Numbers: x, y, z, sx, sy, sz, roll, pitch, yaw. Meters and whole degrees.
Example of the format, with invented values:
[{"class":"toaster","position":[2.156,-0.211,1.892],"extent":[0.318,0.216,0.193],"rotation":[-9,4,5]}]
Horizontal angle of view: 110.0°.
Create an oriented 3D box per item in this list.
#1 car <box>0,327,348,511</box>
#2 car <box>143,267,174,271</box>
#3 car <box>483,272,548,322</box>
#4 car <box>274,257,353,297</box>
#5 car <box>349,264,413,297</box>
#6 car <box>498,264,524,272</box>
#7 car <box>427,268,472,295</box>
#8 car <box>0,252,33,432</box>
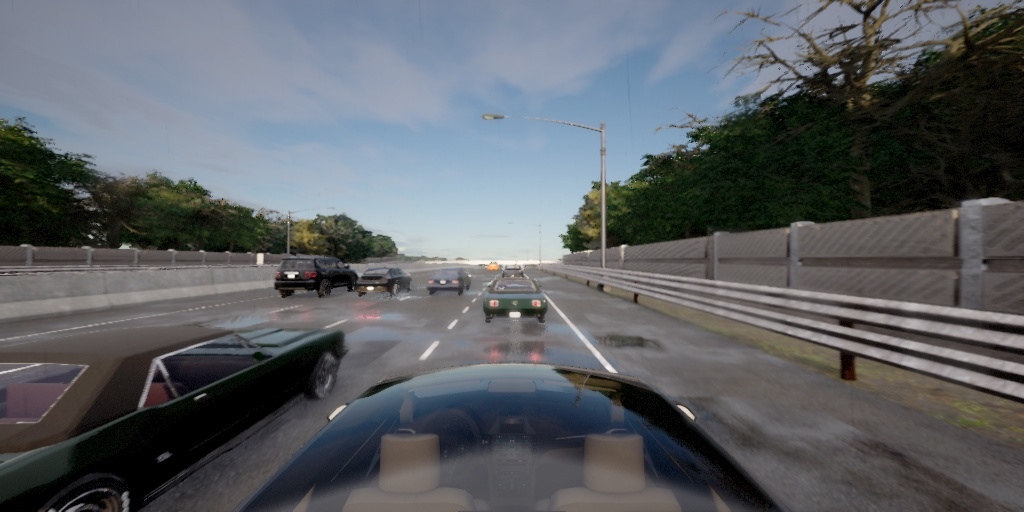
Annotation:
[{"class":"car","position":[-3.501,1.354,3.509],"extent":[1.895,1.301,4.718],"rotation":[0,0,0]},{"class":"car","position":[-28.111,1.540,27.974],"extent":[1.895,1.301,4.718],"rotation":[0,-1,0]},{"class":"car","position":[0.093,1.393,12.401],"extent":[1.895,1.301,4.718],"rotation":[0,0,0]},{"class":"car","position":[-10.410,1.069,19.593],"extent":[2.150,2.045,5.566],"rotation":[0,-1,0]},{"class":"car","position":[-6.911,1.355,19.915],"extent":[1.837,1.490,4.892],"rotation":[0,0,0]},{"class":"car","position":[0.083,1.492,32.334],"extent":[2.128,1.511,4.902],"rotation":[0,-1,0]},{"class":"car","position":[-3.511,1.405,20.723],"extent":[2.033,1.411,5.357],"rotation":[0,-1,0]},{"class":"car","position":[-6.900,0.971,1.572],"extent":[2.150,2.045,5.566],"rotation":[0,0,0]}]
